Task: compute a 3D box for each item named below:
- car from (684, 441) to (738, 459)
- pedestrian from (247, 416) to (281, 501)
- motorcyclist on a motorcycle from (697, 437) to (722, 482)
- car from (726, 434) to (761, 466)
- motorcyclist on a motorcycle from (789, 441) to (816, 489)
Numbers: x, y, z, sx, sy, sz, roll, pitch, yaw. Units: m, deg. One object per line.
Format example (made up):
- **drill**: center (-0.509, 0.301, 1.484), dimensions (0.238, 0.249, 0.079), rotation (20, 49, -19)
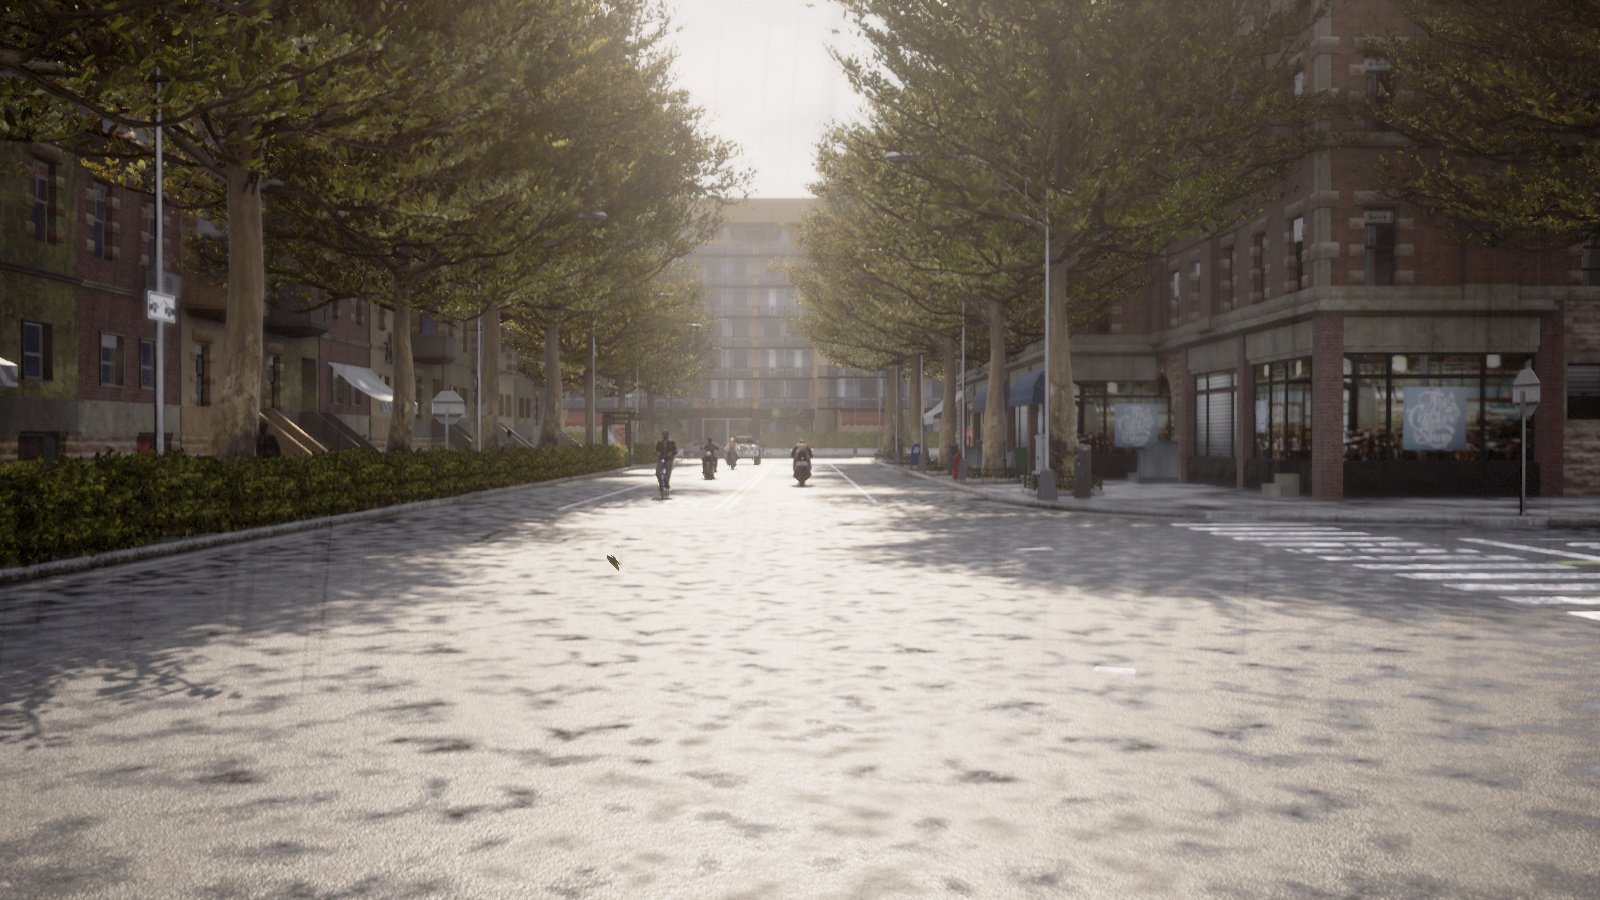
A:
- **car**: center (-7.001, -0.004, 99.085), dimensions (4.193, 1.474, 1.816), rotation (0, 0, 0)
- **pedestrian**: center (-11.788, 0.182, 27.649), dimensions (0.376, 1.854, 0.720), rotation (0, 0, 7)
- **motorcyclist on a motorcycle**: center (-3.428, 0.329, 47.592), dimensions (0.766, 1.649, 2.350), rotation (0, 1, 0)
- **car**: center (-3.397, -0.023, 76.171), dimensions (1.932, 1.855, 4.605), rotation (0, 0, 0)
- **motorcyclist on a motorcycle**: center (0.066, 0.464, 41.452), dimensions (0.866, 1.530, 2.191), rotation (0, 0, 0)
